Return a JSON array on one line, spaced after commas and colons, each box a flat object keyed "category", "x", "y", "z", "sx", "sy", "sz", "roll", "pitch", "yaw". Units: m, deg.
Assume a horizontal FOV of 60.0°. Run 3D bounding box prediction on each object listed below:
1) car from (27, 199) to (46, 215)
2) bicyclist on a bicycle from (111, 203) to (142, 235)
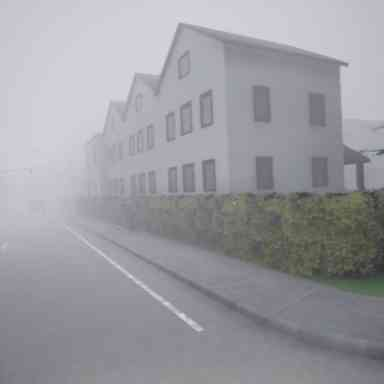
[{"category": "car", "x": -21.021, "y": 2.030, "z": 45.015, "sx": 2.150, "sy": 2.045, "sz": 5.566, "roll": -2, "pitch": 1, "yaw": -26}, {"category": "bicyclist on a bicycle", "x": -3.431, "y": 1.413, "z": 17.458, "sx": 1.656, "sy": 1.620, "sz": 0.582, "roll": -3, "pitch": 0, "yaw": -26}]
